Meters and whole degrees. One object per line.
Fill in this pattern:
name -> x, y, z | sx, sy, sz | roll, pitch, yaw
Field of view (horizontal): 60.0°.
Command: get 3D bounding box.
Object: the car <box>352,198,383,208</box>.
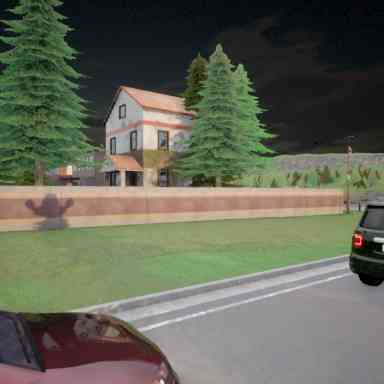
car -> 26.486, 1.601, 49.344 | 1.895, 1.301, 4.718 | 0, 0, -36

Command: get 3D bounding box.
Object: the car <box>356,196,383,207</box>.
car -> 28.773, 1.490, 52.160 | 2.128, 1.511, 4.902 | 0, 0, -36

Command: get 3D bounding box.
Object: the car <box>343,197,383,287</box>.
car -> 6.113, 1.221, 8.137 | 5.566, 2.045, 2.150 | 0, 0, -35

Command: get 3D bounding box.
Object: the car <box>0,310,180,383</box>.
car -> -2.115, 1.564, 2.355 | 4.181, 1.385, 1.994 | 0, 0, -34
